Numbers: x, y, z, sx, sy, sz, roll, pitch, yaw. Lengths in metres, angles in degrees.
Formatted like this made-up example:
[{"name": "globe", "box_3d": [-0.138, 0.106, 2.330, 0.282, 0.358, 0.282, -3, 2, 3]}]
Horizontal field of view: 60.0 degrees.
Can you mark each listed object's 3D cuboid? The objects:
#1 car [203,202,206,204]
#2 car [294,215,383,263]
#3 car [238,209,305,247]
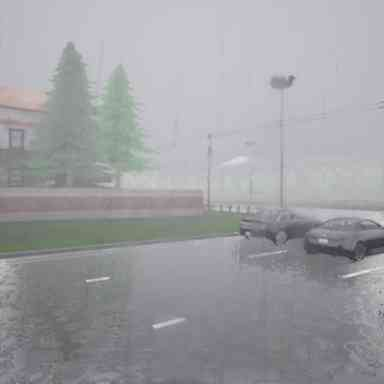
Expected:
[{"name": "car", "box_3d": [0.341, 1.790, 54.088, 1.895, 1.301, 4.718, 0, 0, -36]}, {"name": "car", "box_3d": [6.078, 1.635, 12.440, 4.181, 1.385, 1.994, 1, 0, -36]}, {"name": "car", "box_3d": [4.359, 1.566, 15.512, 4.902, 1.511, 2.128, 0, 0, -36]}]
